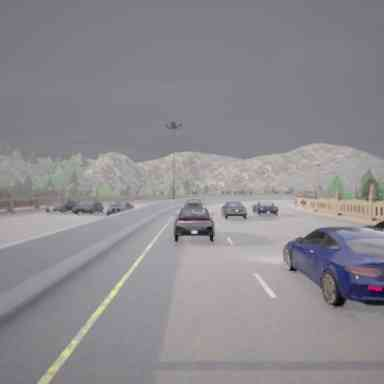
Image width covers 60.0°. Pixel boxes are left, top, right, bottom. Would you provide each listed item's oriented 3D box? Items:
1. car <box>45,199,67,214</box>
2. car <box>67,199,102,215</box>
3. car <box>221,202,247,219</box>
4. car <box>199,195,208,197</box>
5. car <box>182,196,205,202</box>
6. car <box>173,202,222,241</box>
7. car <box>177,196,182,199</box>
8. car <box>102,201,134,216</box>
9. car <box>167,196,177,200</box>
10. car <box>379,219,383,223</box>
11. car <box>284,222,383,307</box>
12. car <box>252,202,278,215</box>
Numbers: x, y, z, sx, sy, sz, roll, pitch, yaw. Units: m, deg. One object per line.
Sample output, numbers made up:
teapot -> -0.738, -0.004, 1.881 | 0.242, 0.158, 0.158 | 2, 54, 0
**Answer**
car -> -13.806, 1.494, 35.410 | 2.128, 1.511, 4.902 | 0, 0, 3
car -> -10.439, 1.550, 33.977 | 2.033, 1.411, 5.357 | 0, 0, 2
car -> 3.620, 1.550, 29.141 | 2.033, 1.411, 5.357 | 0, 0, 1
car -> 2.229, 1.353, 72.759 | 2.097, 1.767, 4.553 | 0, 0, 23
car -> 0.292, 1.508, 34.715 | 1.837, 1.490, 4.892 | 0, 0, 2
car -> 0.101, 1.493, 16.590 | 2.128, 1.511, 4.902 | 0, 0, 0
car -> -0.916, 1.541, 74.292 | 1.994, 1.385, 4.181 | 0, 0, 23
car -> -6.925, 1.567, 32.488 | 1.994, 1.385, 4.181 | 0, 0, 2
car -> -4.061, 1.575, 75.824 | 1.895, 1.301, 4.718 | 0, 0, 23
car -> 7.100, 1.506, 10.755 | 1.837, 1.490, 4.892 | 0, 0, 0
car -> 3.600, 1.527, 7.853 | 1.812, 1.442, 4.674 | 0, 0, 0
car -> 7.219, 1.604, 33.281 | 1.895, 1.301, 4.718 | 0, 0, 2
